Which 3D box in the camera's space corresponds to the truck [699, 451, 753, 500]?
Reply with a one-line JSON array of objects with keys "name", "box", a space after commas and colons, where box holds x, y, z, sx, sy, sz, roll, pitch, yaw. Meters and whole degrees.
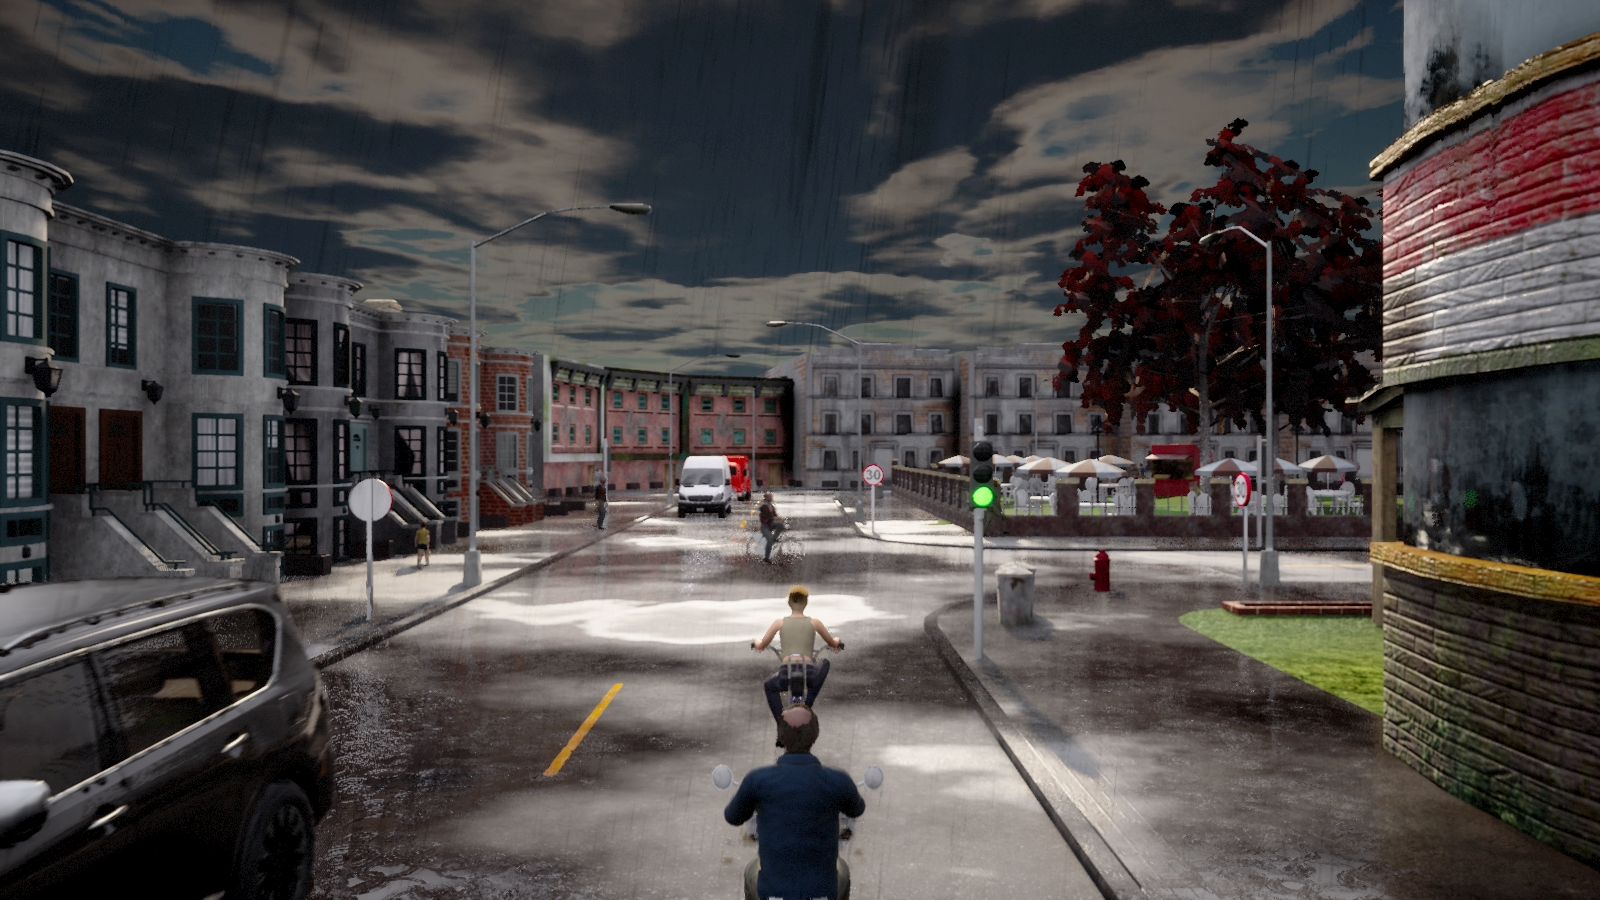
[{"name": "truck", "box": [-4.112, 1.359, 64.206, 2.627, 2.467, 5.204, 0, 2, 1]}]

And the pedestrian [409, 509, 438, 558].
[{"name": "pedestrian", "box": [-8.697, 1.920, 26.399, 0.500, 1.100, 0.500, 0, 0, -1]}]

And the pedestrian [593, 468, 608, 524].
[{"name": "pedestrian", "box": [-6.735, 1.545, 38.501, 0.375, 1.860, 0.375, 0, 0, 17]}]

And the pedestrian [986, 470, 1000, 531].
[{"name": "pedestrian", "box": [5.911, 1.536, 35.006, 0.375, 1.860, 0.375, 0, 0, -1]}]

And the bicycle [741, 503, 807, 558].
[{"name": "bicycle", "box": [-0.653, 1.957, 28.027, 1.835, 1.271, 0.329, 0, -4, 41]}]

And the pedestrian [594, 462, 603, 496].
[{"name": "pedestrian", "box": [-10.879, 1.567, 61.699, 0.375, 1.860, 0.375, 0, 0, 11]}]

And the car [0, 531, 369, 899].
[{"name": "car", "box": [-4.005, 1.564, 4.998, 2.150, 2.045, 5.566, 0, 0, 0]}]

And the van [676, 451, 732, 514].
[{"name": "van", "box": [-4.091, 1.343, 49.540, 1.988, 2.561, 5.915, 0, 0, 0]}]
